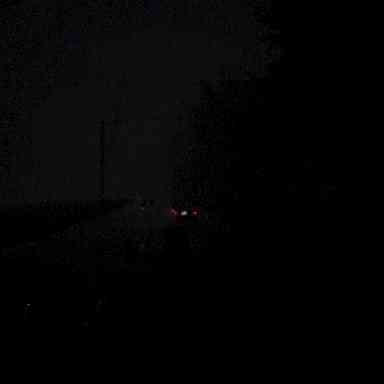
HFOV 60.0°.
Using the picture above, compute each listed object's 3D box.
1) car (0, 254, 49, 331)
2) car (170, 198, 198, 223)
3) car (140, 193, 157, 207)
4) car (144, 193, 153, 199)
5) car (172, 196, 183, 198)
[{"bbox_3d":[-3.644,1.523,4.071,2.033,1.411,5.357,0,0,-1],"label":"car"},{"bbox_3d":[-0.570,1.382,23.859,2.033,1.411,5.357,0,0,-3],"label":"car"},{"bbox_3d":[-5.726,1.176,43.874,1.837,1.490,4.892,0,0,-5],"label":"car"},{"bbox_3d":[-10.685,0.969,81.850,1.895,1.301,4.718,0,0,-10],"label":"car"},{"bbox_3d":[-1.819,1.248,41.640,2.033,1.411,5.357,0,0,-5],"label":"car"}]
